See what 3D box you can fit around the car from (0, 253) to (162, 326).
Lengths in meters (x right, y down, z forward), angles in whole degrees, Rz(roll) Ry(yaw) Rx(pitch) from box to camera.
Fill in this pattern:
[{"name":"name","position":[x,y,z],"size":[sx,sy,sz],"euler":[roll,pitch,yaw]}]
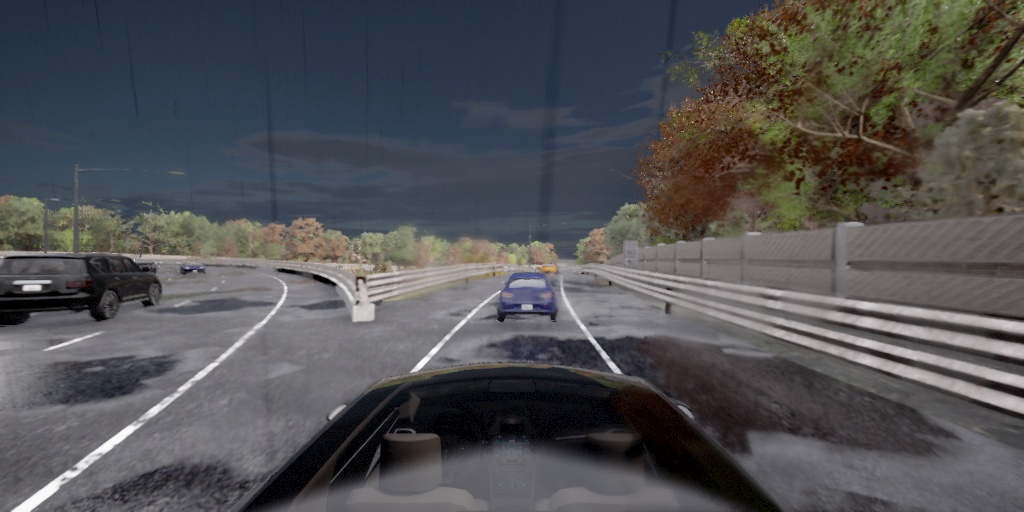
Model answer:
[{"name":"car","position":[-13.962,0.938,11.881],"size":[2.150,2.045,5.566],"euler":[0,0,-28]}]

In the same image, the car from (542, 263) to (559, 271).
[{"name":"car","position":[4.990,1.748,48.245],"size":[1.882,1.535,5.008],"euler":[0,-3,8]}]

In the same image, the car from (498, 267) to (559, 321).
[{"name":"car","position":[0.566,1.278,12.390],"size":[1.812,1.442,4.674],"euler":[0,0,3]}]

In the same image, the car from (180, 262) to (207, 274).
[{"name":"car","position":[-34.583,1.268,38.833],"size":[4.718,1.301,1.895],"euler":[0,0,44]}]

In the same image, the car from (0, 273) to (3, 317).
[{"name":"car","position":[-16.257,1.258,8.840],"size":[2.033,1.411,5.357],"euler":[0,0,-28]}]
